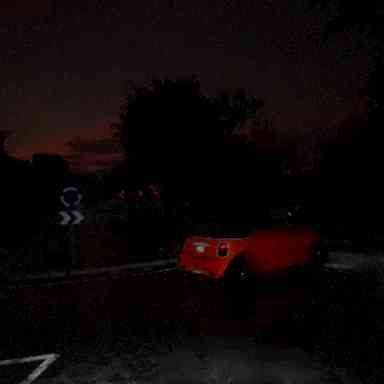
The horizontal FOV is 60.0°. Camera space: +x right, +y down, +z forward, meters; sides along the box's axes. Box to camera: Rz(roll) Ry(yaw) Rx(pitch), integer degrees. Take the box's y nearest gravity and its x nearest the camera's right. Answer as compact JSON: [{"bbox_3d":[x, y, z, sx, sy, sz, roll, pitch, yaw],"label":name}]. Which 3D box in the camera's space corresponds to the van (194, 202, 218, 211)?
[{"bbox_3d":[3.242,3.300,70.749,4.442,1.987,1.878,0,0,-10],"label":"van"}]

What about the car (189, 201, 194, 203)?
[{"bbox_3d":[2.200,3.565,76.199,5.366,1.575,1.946,0,0,-10],"label":"car"}]

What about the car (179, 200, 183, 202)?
[{"bbox_3d":[-0.546,3.702,92.623,5.008,1.535,2.097,0,-1,-10],"label":"car"}]

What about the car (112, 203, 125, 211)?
[{"bbox_3d":[-15.127,3.073,67.452,2.033,1.411,5.357,0,-1,-10],"label":"car"}]

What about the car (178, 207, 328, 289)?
[{"bbox_3d":[1.898,1.450,9.578,4.553,1.767,2.097,0,-3,-37],"label":"car"}]

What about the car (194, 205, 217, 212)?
[{"bbox_3d":[2.900,3.577,73.503,4.792,1.488,2.163,0,0,-10],"label":"car"}]

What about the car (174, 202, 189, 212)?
[{"bbox_3d":[-2.251,3.596,73.251,1.994,1.385,4.181,0,0,-10],"label":"car"}]

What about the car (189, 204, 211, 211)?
[{"bbox_3d":[1.924,3.620,78.968,4.792,1.488,2.163,0,0,-10],"label":"car"}]

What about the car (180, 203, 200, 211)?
[{"bbox_3d":[-0.469,3.413,63.243,1.837,1.490,4.892,0,-2,-13],"label":"car"}]

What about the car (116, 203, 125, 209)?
[{"bbox_3d":[-19.162,3.678,89.708,2.128,1.511,4.902,0,-1,-10],"label":"car"}]

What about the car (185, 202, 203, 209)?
[{"bbox_3d":[0.465,3.532,87.166,4.553,1.767,2.185,0,0,-10],"label":"car"}]

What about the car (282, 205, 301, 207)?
[{"bbox_3d":[9.543,2.094,32.715,2.097,1.767,4.553,-3,-3,38],"label":"car"}]
